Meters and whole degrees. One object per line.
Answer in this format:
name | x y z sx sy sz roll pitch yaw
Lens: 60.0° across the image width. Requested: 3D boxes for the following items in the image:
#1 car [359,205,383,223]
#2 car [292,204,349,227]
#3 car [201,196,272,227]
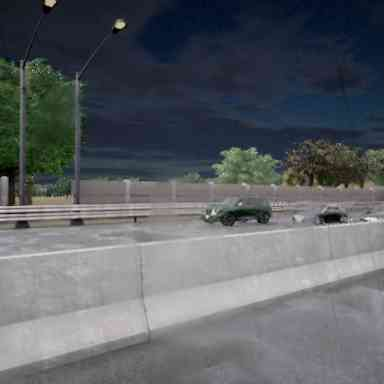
car | 12.934 1.619 21.868 4.902 1.511 2.128 1 0 -36
car | 9.056 1.602 23.396 4.902 1.511 2.128 1 0 -36
car | 3.264 1.301 23.553 5.566 2.045 2.150 0 0 -36
